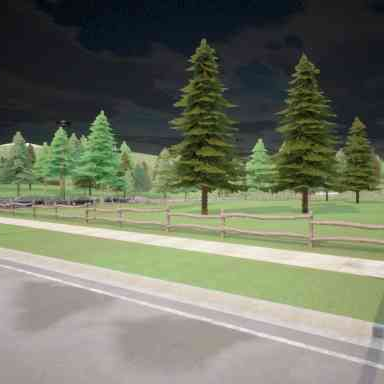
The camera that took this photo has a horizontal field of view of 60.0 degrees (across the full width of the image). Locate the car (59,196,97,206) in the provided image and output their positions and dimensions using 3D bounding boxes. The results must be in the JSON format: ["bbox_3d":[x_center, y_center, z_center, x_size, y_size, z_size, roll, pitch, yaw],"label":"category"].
[{"bbox_3d":[-17.976,1.505,52.753,1.837,1.490,4.892,0,0,35],"label":"car"}]

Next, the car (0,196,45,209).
[{"bbox_3d":[-23.162,1.352,45.383,2.097,1.767,4.553,0,0,35],"label":"car"}]

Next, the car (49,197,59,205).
[{"bbox_3d":[-20.410,1.547,55.374,2.033,1.411,5.357,0,0,35],"label":"car"}]

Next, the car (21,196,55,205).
[{"bbox_3d":[-26.924,1.491,58.250,2.128,1.511,4.902,0,0,35],"label":"car"}]

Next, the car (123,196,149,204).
[{"bbox_3d":[-10.281,1.525,63.637,1.812,1.442,4.674,0,0,36],"label":"car"}]

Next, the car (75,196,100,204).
[{"bbox_3d":[-20.920,1.524,66.657,1.812,1.442,4.674,0,0,35],"label":"car"}]

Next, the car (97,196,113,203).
[{"bbox_3d":[-17.018,1.478,66.157,1.882,1.535,5.008,0,0,35],"label":"car"}]

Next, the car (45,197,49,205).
[{"bbox_3d":[-23.551,1.564,56.975,1.994,1.385,4.181,0,0,35],"label":"car"}]

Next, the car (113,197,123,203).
[{"bbox_3d":[-12.496,1.547,66.514,2.033,1.411,5.357,0,0,35],"label":"car"}]
